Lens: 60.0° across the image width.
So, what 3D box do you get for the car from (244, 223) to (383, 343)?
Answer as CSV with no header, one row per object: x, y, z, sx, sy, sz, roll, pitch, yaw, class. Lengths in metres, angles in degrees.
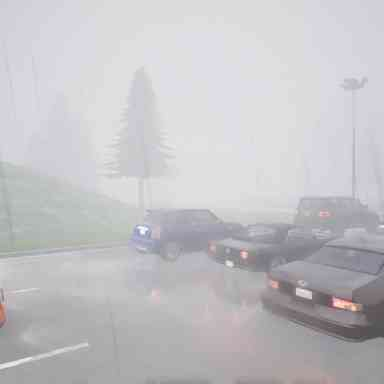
3.699,1.547,6.382,5.357,1.411,2.033,0,0,-35,car

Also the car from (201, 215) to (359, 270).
2.799,1.601,10.036,4.718,1.301,1.895,0,0,-35,car

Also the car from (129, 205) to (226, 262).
0.058,1.352,12.379,4.553,1.767,2.097,0,0,-36,car

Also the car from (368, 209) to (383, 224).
10.631,1.547,15.574,5.357,1.411,2.033,0,0,-38,car

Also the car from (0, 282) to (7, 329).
-5.077,1.352,4.425,4.553,1.767,2.097,0,0,-36,car

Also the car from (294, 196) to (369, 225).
7.854,1.221,17.934,5.566,2.045,2.150,0,0,-35,car
